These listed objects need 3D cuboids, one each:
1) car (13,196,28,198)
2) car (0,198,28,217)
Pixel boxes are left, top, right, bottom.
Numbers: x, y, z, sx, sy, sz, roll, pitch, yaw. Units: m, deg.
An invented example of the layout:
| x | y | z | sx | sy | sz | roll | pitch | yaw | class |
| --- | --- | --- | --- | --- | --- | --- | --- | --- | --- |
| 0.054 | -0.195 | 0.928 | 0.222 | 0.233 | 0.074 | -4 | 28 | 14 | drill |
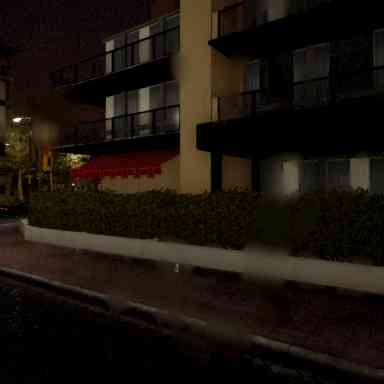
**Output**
| x | y | z | sx | sy | sz | roll | pitch | yaw | class |
| --- | --- | --- | --- | --- | --- | --- | --- | --- | --- |
| -36.209 | 1.481 | 67.988 | 4.892 | 1.521 | 2.231 | 0 | 0 | 36 | car |
| -15.312 | 1.547 | 31.521 | 2.033 | 1.411 | 5.357 | 0 | 0 | 35 | car |
